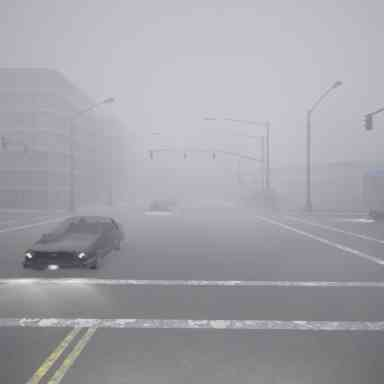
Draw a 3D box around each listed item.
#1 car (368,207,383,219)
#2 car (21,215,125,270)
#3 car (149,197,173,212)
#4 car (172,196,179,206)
[{"bbox_3d":[16.420,1.564,26.479,4.181,1.385,1.994,0,0,0],"label":"car"},{"bbox_3d":[-3.587,1.530,11.262,2.033,1.411,5.357,0,1,0],"label":"car"},{"bbox_3d":[-3.640,1.563,38.092,1.994,1.385,4.181,0,0,2],"label":"car"},{"bbox_3d":[-3.556,1.477,53.791,1.882,1.535,5.008,0,0,0],"label":"car"}]
